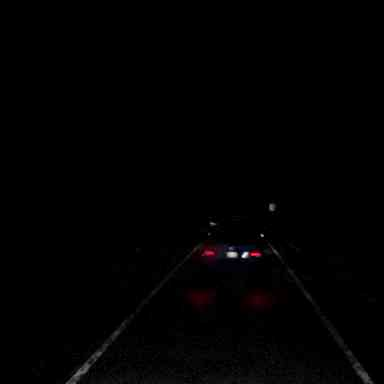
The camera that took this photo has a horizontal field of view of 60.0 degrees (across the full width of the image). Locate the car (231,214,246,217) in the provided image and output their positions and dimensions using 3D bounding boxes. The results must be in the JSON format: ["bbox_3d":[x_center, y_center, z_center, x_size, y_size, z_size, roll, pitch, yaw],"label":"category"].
[{"bbox_3d":[4.322,2.799,31.158,1.882,1.535,5.008,0,-4,8],"label":"car"}]

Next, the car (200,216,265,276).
[{"bbox_3d":[1.404,1.738,11.004,2.033,1.411,5.357,0,-2,9],"label":"car"}]

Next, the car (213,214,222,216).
[{"bbox_3d":[4.275,4.400,55.078,2.033,1.411,5.357,0,-4,11],"label":"car"}]
